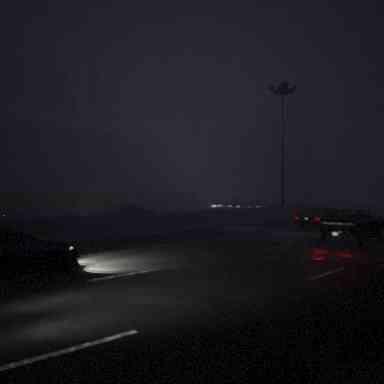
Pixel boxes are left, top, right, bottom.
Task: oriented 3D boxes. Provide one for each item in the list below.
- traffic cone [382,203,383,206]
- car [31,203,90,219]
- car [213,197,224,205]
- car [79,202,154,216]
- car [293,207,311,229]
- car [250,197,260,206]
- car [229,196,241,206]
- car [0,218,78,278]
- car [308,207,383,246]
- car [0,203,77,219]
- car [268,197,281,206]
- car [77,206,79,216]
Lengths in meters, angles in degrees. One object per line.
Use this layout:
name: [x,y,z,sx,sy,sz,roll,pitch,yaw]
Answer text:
traffic cone: [35.181,2.298,61.455,0.340,0.580,0.340,0,0,11]
car: [-12.076,1.691,30.706,4.718,1.301,1.895,0,0,-45]
car: [5.347,1.786,67.004,2.128,1.511,4.902,0,0,8]
car: [-4.871,1.557,23.191,1.882,1.535,5.008,0,0,45]
car: [8.430,1.658,21.825,2.033,1.411,5.357,0,0,39]
car: [11.763,1.787,62.563,1.837,1.490,4.892,1,0,10]
car: [8.181,1.624,62.471,2.097,1.767,4.553,0,0,10]
car: [-5.266,1.585,8.872,4.181,1.385,1.994,0,0,-36]
car: [7.746,1.577,15.907,2.128,1.511,4.902,0,0,43]
car: [-11.974,1.619,25.988,5.357,1.411,2.033,0,0,-41]
car: [14.790,1.632,59.786,2.097,1.767,4.553,0,0,11]
car: [-6.303,1.595,26.699,1.837,1.490,4.892,0,0,44]
